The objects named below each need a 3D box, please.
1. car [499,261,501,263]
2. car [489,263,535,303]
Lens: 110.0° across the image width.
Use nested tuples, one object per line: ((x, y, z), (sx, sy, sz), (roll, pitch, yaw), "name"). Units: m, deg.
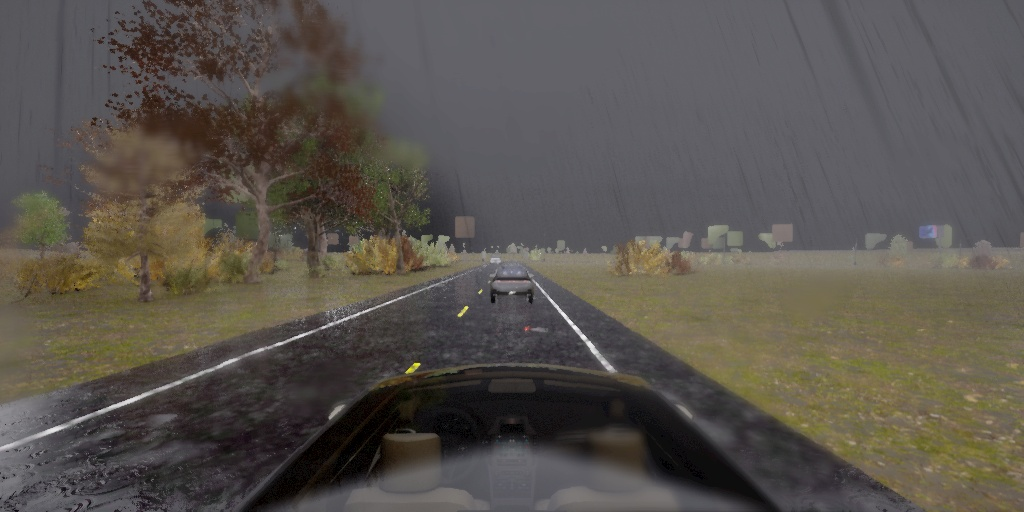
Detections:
((0.000, 1.351, 31.532), (1.895, 1.301, 4.718), (0, 0, 0), "car")
((0.000, 1.238, 16.501), (2.128, 1.511, 4.902), (0, 0, 0), "car")
